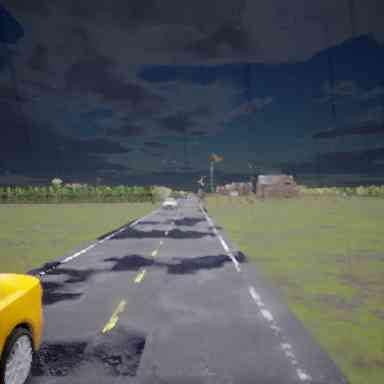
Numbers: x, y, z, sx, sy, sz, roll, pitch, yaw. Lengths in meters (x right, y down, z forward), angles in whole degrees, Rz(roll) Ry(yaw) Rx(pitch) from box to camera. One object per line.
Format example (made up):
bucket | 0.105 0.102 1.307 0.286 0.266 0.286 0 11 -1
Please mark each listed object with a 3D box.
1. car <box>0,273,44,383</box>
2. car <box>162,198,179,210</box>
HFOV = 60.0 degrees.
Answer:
car | -2.849 1.477 2.262 1.882 1.535 5.008 0 0 0
car | -2.835 1.535 43.892 1.812 1.442 4.674 0 0 0
